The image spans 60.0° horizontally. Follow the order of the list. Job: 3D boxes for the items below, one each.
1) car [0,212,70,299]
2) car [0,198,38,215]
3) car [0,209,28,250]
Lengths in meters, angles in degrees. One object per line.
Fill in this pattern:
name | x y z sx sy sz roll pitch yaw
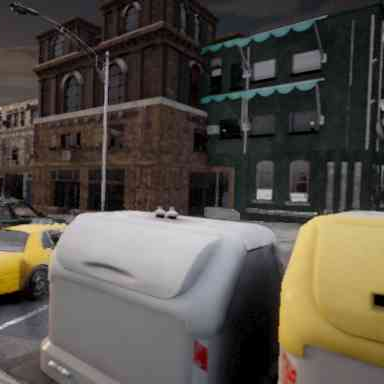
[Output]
car | -3.604 1.439 8.425 1.946 1.575 5.366 0 -1 17
car | -6.060 1.169 10.105 2.435 2.045 5.566 1 -1 17
car | -8.469 1.435 11.899 2.002 1.452 4.674 1 0 17
